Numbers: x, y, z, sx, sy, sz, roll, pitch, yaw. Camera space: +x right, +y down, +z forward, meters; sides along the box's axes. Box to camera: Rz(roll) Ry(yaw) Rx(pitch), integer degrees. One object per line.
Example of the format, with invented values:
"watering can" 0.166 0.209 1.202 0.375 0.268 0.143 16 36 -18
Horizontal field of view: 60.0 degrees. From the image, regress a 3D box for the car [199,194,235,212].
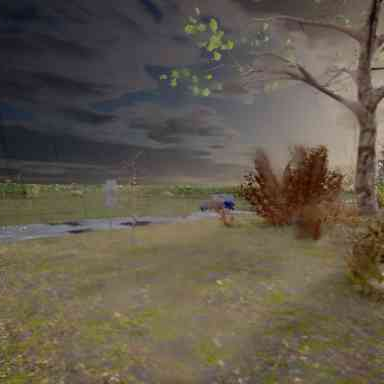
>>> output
"car" 3.052 1.262 39.328 2.150 2.045 5.566 0 0 35
